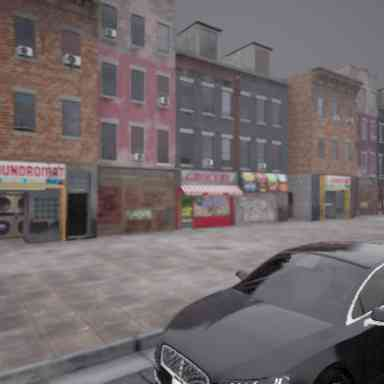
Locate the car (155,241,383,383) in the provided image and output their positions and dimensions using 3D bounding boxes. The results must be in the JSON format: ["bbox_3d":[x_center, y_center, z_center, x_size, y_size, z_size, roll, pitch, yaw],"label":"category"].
[{"bbox_3d":[1.859,1.494,4.380,4.892,1.490,1.837,0,0,-35],"label":"car"}]
